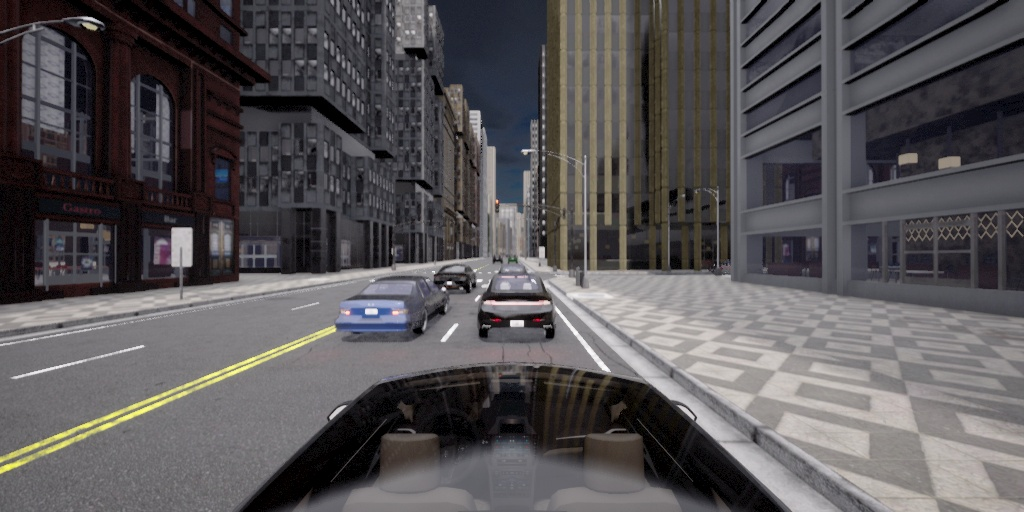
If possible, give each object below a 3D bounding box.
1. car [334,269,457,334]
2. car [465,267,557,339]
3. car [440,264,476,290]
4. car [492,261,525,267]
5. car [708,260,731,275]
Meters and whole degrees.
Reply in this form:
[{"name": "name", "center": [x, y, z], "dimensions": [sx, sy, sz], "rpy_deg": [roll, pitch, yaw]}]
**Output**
[{"name": "car", "center": [-3.130, 1.282, 10.502], "dimensions": [2.033, 1.411, 5.357], "rpy_deg": [0, 0, 0]}, {"name": "car", "center": [0.119, 1.227, 10.081], "dimensions": [2.128, 1.511, 4.902], "rpy_deg": [0, 0, 0]}, {"name": "car", "center": [-3.104, 1.187, 20.270], "dimensions": [1.882, 1.535, 5.008], "rpy_deg": [0, 0, 0]}, {"name": "car", "center": [0.042, 1.203, 19.511], "dimensions": [2.128, 1.511, 4.902], "rpy_deg": [0, 0, 0]}, {"name": "car", "center": [21.997, 1.123, 35.837], "dimensions": [4.181, 1.385, 1.994], "rpy_deg": [0, 0, 0]}]
